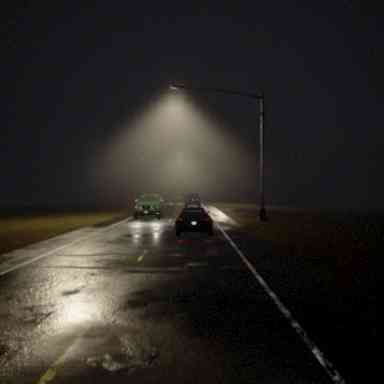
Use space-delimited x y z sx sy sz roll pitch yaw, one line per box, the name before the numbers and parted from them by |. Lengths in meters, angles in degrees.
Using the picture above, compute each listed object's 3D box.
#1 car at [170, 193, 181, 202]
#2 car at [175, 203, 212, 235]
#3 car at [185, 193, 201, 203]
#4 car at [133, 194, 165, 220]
car | -3.486 1.097 70.293 2.097 1.767 4.553 0 0 0
car | 0.103 1.557 18.930 1.994 1.385 4.181 0 0 0
car | 0.110 1.201 49.007 2.150 2.045 5.566 0 0 0
car | -3.591 1.210 28.726 2.150 2.045 5.566 0 0 0
